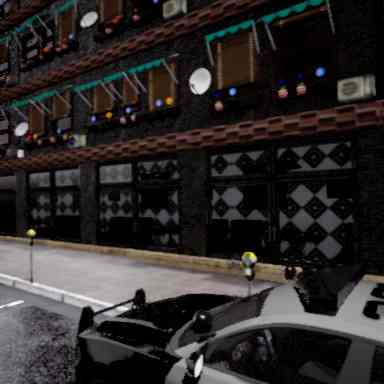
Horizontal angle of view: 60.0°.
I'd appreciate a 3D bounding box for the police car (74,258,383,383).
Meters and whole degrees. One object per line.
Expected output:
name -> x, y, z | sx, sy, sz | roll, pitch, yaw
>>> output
police car -> 1.023, 1.431, 2.691 | 5.238, 1.638, 1.930 | -1, 0, 35
